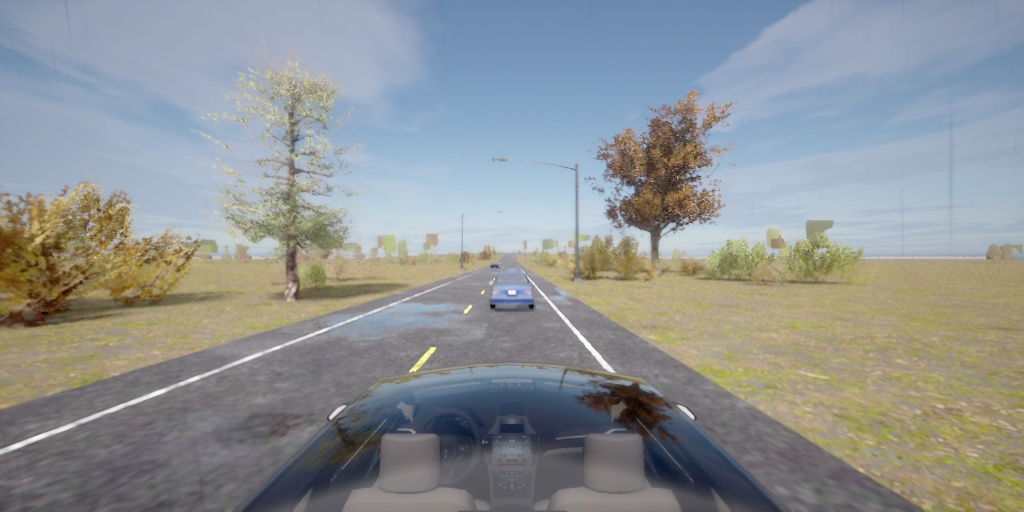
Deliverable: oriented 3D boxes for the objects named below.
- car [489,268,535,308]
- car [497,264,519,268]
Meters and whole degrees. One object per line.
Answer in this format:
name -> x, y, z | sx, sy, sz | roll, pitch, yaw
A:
car -> 0.001, 1.428, 15.840 | 2.033, 1.411, 5.357 | 0, 0, 0
car -> 0.003, 1.563, 30.839 | 2.033, 1.411, 5.357 | 0, 0, 0
